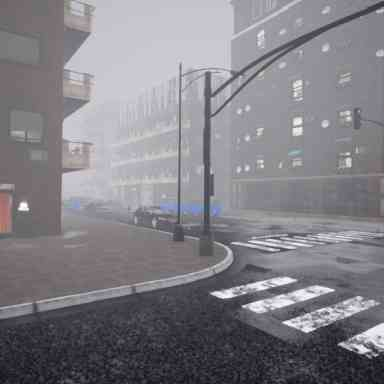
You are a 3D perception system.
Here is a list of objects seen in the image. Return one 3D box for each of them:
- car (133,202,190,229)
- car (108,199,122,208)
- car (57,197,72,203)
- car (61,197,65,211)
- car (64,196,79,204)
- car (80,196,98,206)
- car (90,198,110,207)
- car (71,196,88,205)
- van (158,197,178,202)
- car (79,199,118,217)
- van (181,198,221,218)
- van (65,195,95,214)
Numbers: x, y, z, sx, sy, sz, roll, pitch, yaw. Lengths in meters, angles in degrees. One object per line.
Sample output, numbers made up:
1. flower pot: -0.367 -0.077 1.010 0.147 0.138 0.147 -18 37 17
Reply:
1. car: -2.373 1.540 21.629 2.008 1.369 4.403 1 -1 -35
2. car: -11.771 1.683 49.128 1.887 1.381 4.507 1 -1 -35
3. car: -27.655 1.727 72.152 1.887 1.381 4.507 1 -1 -35
4. car: -15.080 1.581 40.048 2.008 1.369 4.403 1 -1 -35
5. car: -24.477 1.614 67.548 1.967 1.590 4.097 1 -1 -35
6. car: -18.124 1.597 58.338 1.967 1.590 4.097 1 -1 -35
7. car: -14.948 1.730 53.732 1.802 1.307 4.206 1 -1 -35
8. car: -21.301 1.606 62.943 1.967 1.590 4.097 1 -1 -35
9. van: -2.239 1.450 35.315 1.690 1.788 3.998 1 -1 -35
10. car: -8.727 1.592 30.839 1.802 1.307 4.206 1 -1 -35
11. van: 0.938 1.439 30.710 1.690 1.788 3.998 1 -1 -35
12. van: -11.902 1.361 35.445 1.690 1.788 3.998 1 -1 -35
